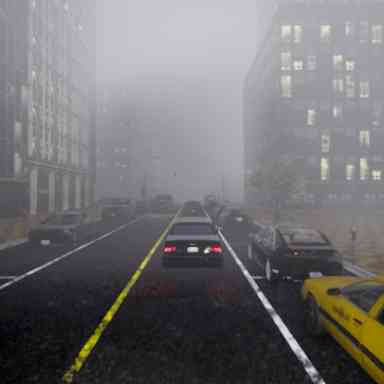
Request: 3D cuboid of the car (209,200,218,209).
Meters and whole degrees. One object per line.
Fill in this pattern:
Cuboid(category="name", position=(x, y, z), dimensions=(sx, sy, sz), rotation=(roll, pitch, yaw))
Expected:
Cuboid(category="car", position=(2.667, 1.575, 26.425), dimensions=(1.947, 1.339, 4.313), rotation=(0, 0, 0))

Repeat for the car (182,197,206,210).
Cuboid(category="car", position=(0.087, 1.491, 31.492), dimensions=(1.882, 1.535, 5.008), rotation=(0, 0, 0))

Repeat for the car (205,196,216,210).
Cuboid(category="car", position=(2.670, 1.606, 43.492), dimensions=(1.802, 1.307, 4.206), rotation=(0, 0, 0))

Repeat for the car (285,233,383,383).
Cuboid(category="car", position=(2.669, 1.526, 3.838), dimensions=(1.752, 1.417, 4.829), rotation=(0, 0, 0))

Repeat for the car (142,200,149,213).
Cuboid(category="car", position=(-5.678, 1.564, 37.831), dimensions=(1.887, 1.381, 4.507), rotation=(0, 0, 0))

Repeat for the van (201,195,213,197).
Cuboid(category="van", position=(2.672, 1.372, 49.181), dimensions=(1.690, 1.788, 3.998), rotation=(0, 0, 0))

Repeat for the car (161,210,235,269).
Cuboid(category="car", position=(0.049, 1.550, 11.187), dimensions=(2.033, 1.411, 5.357), rotation=(0, 0, 1))

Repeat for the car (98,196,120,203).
Cuboid(category="car", position=(-17.451, 1.584, 69.996), dimensions=(4.206, 1.307, 1.802), rotation=(0, 0, 0))

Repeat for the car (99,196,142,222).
Cuboid(category="car", position=(-5.679, 1.325, 26.453), dimensions=(2.192, 1.841, 5.009), rotation=(0, 0, 0))

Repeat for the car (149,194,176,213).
Cuboid(category="car", position=(-3.093, 1.238, 36.978), dimensions=(2.150, 2.045, 5.566), rotation=(0, 0, 0))

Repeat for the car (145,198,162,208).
Cuboid(category="car", position=(-5.676, 1.597, 49.208), dimensions=(1.947, 1.339, 4.313), rotation=(0, 0, 0))

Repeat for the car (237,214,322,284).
Cuboid(category="car", position=(2.665, 1.552, 9.357), dimensions=(2.008, 1.369, 4.403), rotation=(0, 0, 0))

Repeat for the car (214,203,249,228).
Cuboid(category="car", position=(2.666, 1.572, 20.735), dimensions=(1.947, 1.339, 4.313), rotation=(0, 0, 0))

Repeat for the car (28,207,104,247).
Cuboid(category="car", position=(-5.683, 1.570, 15.074), dimensions=(1.947, 1.339, 4.313), rotation=(0, 0, 0))
